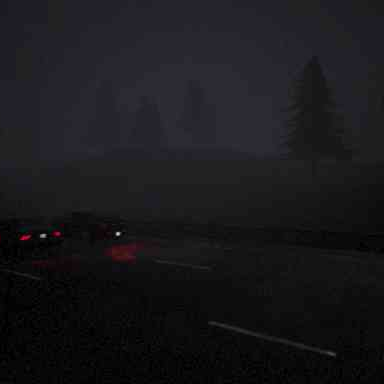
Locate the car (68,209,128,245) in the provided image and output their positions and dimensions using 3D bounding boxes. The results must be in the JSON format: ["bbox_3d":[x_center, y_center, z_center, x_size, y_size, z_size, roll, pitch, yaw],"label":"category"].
[{"bbox_3d":[-5.300,1.626,16.254,4.892,1.490,1.837,0,0,35],"label":"car"}]

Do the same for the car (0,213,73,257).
[{"bbox_3d":[-7.492,1.670,13.533,5.357,1.411,2.033,-1,0,34],"label":"car"}]
